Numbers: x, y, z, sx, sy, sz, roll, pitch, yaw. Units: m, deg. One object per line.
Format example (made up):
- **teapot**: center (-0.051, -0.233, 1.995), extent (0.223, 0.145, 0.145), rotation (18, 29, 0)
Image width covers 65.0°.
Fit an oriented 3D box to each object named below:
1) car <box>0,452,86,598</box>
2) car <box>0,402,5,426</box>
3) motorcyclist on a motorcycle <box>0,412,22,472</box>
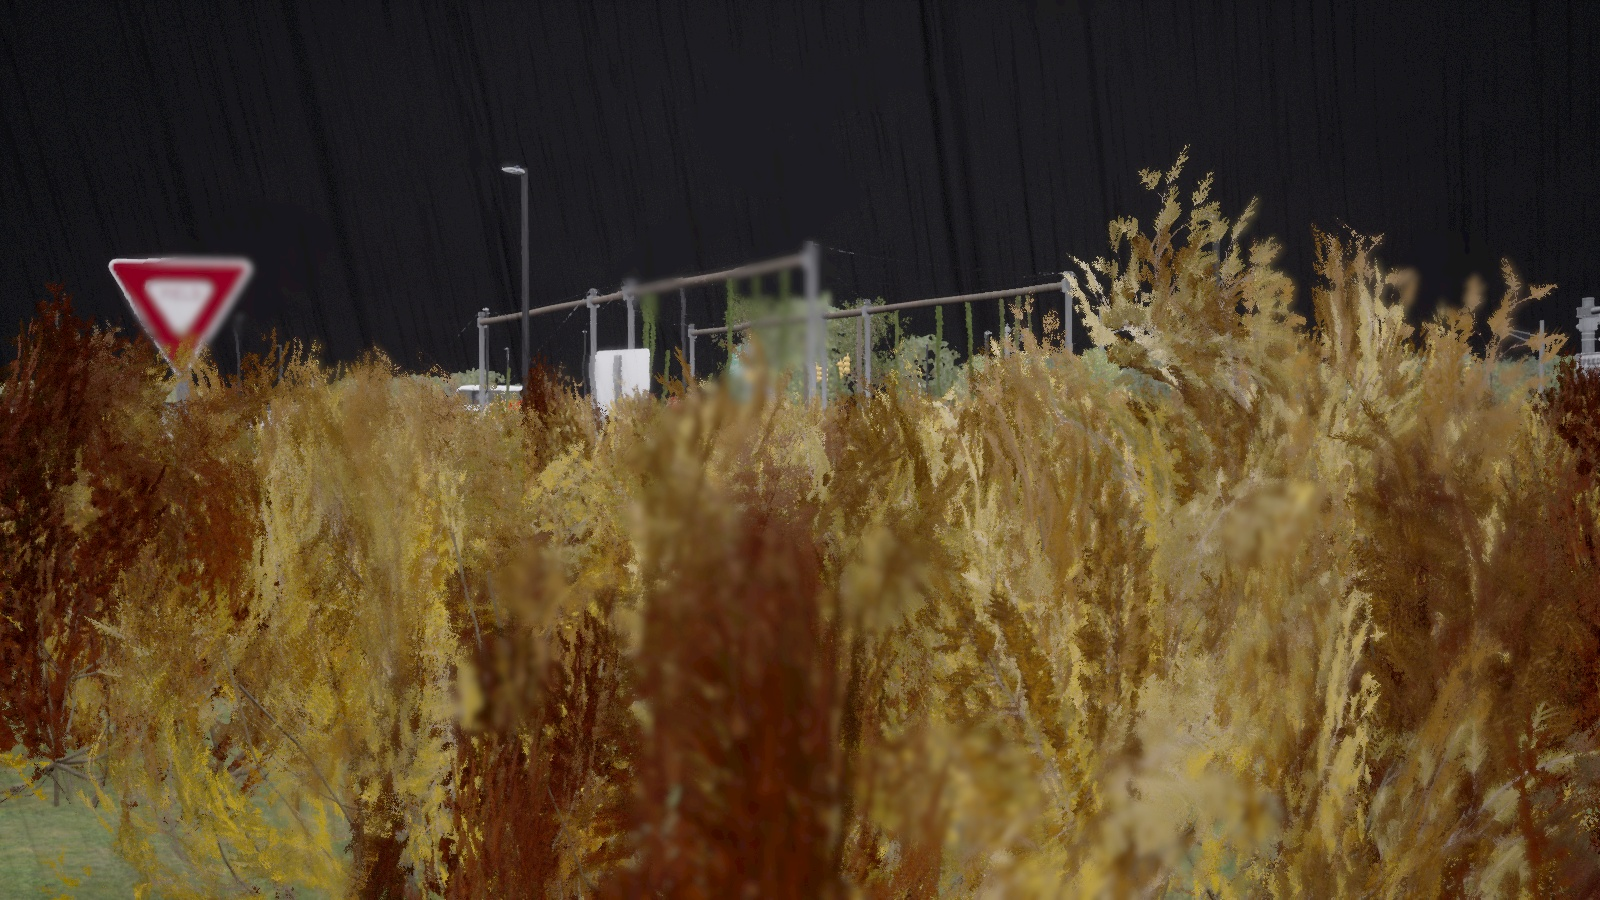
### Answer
- **car**: center (-10.417, 0.753, 13.385), extent (4.674, 1.442, 1.812), rotation (0, 2, 6)
- **car**: center (-52.410, -2.389, 78.478), extent (4.193, 1.474, 1.816), rotation (3, 0, -10)
- **motorcyclist on a motorcycle**: center (-22.833, -0.221, 34.579), extent (2.350, 1.649, 0.766), rotation (-1, 2, -36)
